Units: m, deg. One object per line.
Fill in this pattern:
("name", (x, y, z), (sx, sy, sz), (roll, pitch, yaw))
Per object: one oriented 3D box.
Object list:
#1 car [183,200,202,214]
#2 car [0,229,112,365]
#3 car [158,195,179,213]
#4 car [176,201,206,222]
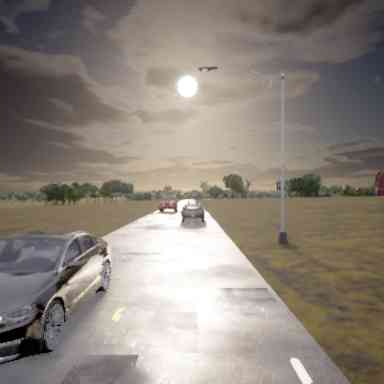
("car", (0.067, 1.736, 39.039), (2.033, 1.411, 5.357), (0, 0, 0))
("car", (-2.850, 1.517, 6.208), (2.128, 1.511, 4.902), (0, 0, 0))
("car", (-2.843, 1.427, 40.946), (2.150, 2.045, 5.566), (0, -1, 0))
("car", (0.086, 1.610, 27.514), (2.128, 1.511, 4.902), (0, 0, 0))
